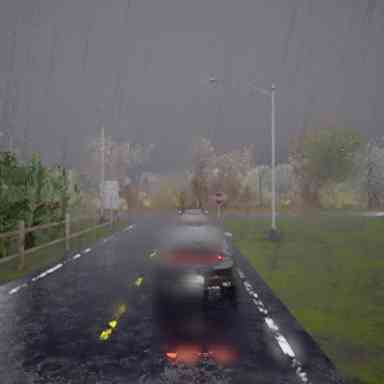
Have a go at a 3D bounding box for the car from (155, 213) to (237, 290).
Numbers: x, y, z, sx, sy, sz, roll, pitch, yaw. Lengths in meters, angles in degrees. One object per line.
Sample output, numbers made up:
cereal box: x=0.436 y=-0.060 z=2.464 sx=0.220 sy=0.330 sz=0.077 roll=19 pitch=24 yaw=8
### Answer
car: x=0.090 y=1.555 z=9.194 sx=1.837 sy=1.490 sz=4.892 roll=0 pitch=0 yaw=0

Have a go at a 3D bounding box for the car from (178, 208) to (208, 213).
car: x=0.078 y=1.675 z=21.020 sx=1.994 sy=1.385 sz=4.181 roll=0 pitch=0 yaw=0
